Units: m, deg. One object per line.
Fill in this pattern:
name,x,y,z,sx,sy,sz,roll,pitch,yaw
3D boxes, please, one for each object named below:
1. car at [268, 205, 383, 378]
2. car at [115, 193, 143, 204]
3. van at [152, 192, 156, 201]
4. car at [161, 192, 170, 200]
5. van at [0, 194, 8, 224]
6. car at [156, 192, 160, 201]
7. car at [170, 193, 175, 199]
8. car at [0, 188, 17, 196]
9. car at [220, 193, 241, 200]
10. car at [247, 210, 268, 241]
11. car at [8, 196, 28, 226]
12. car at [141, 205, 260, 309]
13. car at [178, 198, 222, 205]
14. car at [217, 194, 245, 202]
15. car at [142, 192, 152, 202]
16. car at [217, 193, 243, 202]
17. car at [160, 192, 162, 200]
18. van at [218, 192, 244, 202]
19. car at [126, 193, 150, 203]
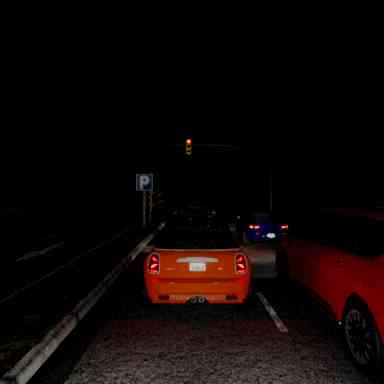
car,3.100,1.229,5.687,2.150,2.045,5.566,0,0,-1
car,-11.564,1.350,60.322,4.792,1.488,2.163,-1,0,-15
van,-10.379,1.084,69.309,4.442,1.987,1.878,-1,0,-14
car,-8.621,1.347,84.263,4.674,1.452,2.002,-1,0,-12
van,-13.640,1.293,19.534,4.442,1.987,1.878,-1,0,-20
car,-10.157,1.312,72.280,4.892,1.521,2.231,-1,0,-14
car,-8.177,1.054,87.270,5.566,2.045,2.435,-1,0,-12
car,-28.266,0.130,51.157,2.002,1.452,4.674,6,-3,-20
car,9.297,1.119,80.628,4.553,1.767,2.185,1,0,-12
car,3.132,1.547,15.382,1.812,1.442,4.674,0,0,0
car,-13.671,1.400,22.512,4.553,1.767,2.185,-1,0,-19
car,0.102,1.363,8.077,2.097,1.767,4.553,0,0,0
car,0.143,1.376,16.723,2.097,1.767,4.553,0,0,0
car,8.065,1.255,68.920,5.366,1.575,1.946,1,0,-13
car,-10.926,1.307,63.316,5.366,1.575,1.946,-1,0,-15
car,7.535,1.133,65.925,4.553,1.767,2.185,1,0,-14
car,-9.790,1.350,75.276,4.674,1.452,2.002,-1,0,-13
van,7.158,1.034,62.955,4.442,1.987,1.878,1,0,-14
car,-10.838,1.187,66.268,4.553,1.767,2.185,-1,0,-14
